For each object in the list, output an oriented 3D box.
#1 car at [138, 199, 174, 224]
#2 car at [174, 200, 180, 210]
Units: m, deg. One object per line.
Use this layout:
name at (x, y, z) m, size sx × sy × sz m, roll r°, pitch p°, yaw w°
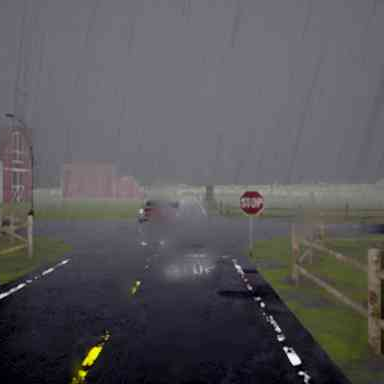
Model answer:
car at (-2.713, 1.349, 25.006) m, size 2.097 × 1.767 × 4.553 m, roll 0°, pitch -1°, yaw 0°
car at (-2.692, 1.694, 45.486) m, size 1.895 × 1.301 × 4.718 m, roll 0°, pitch 0°, yaw 0°
